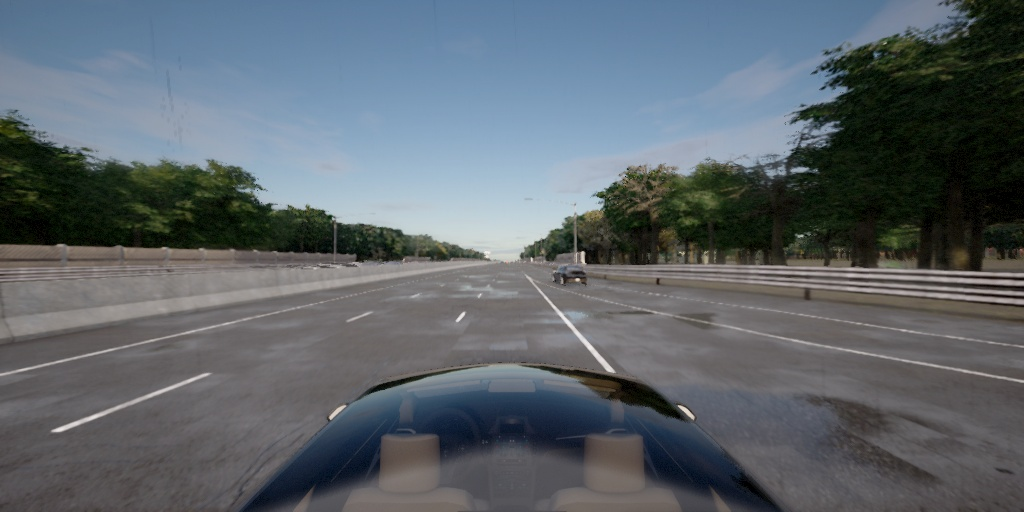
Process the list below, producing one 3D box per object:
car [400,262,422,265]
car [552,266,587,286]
[{"bbox_3d":[-17.518,1.877,62.720,1.994,1.385,4.181,0,0,0],"label":"car"},{"bbox_3d":[4.465,1.502,28.352,1.837,1.490,4.892,-1,-1,-7],"label":"car"}]
